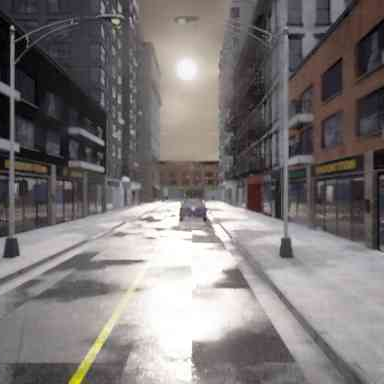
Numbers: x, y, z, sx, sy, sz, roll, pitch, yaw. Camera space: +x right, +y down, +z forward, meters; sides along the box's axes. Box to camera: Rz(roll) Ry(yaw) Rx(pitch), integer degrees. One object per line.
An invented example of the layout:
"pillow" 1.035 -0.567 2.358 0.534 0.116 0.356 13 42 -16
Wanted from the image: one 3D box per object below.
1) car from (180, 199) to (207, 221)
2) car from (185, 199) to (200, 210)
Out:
"car" 0.096 1.312 27.160 2.097 1.767 4.553 0 0 0
"car" 0.095 1.561 44.045 1.895 1.301 4.718 0 0 0
